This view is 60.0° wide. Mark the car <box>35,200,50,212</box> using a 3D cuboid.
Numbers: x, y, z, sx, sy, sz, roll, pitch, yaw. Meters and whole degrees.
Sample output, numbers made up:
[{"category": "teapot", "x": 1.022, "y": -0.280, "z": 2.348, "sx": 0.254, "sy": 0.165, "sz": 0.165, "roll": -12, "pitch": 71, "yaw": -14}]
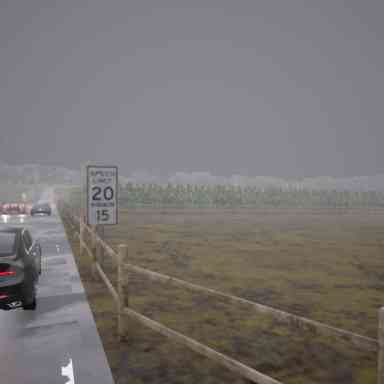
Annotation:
[{"category": "car", "x": -20.273, "y": 1.896, "z": 45.264, "sx": 1.812, "sy": 1.442, "sz": 4.674, "roll": 0, "pitch": -1, "yaw": -23}]

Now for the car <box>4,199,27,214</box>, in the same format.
[{"category": "car", "x": -20.566, "y": 1.644, "z": 38.844, "sx": 2.097, "sy": 1.767, "sz": 4.553, "roll": 0, "pitch": -1, "yaw": -23}]

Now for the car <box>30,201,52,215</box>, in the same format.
[{"category": "car", "x": -16.401, "y": 1.796, "z": 36.170, "sx": 1.994, "sy": 1.385, "sz": 4.181, "roll": 0, "pitch": -1, "yaw": -22}]

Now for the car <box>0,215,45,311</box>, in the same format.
[{"category": "car", "x": -4.407, "y": 1.517, "z": 7.396, "sx": 1.837, "sy": 1.490, "sz": 4.892, "roll": 0, "pitch": 0, "yaw": -23}]
